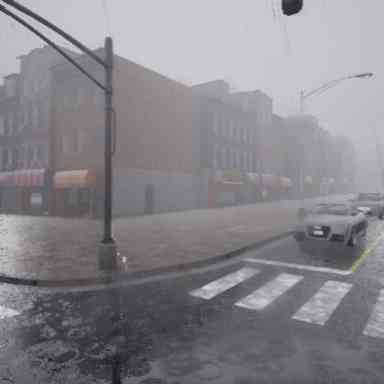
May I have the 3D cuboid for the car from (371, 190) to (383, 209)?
[{"bbox_3d":[17.222,0.635,29.515,1.812,1.442,4.674,0,2,35],"label":"car"}]

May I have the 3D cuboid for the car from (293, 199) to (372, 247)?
[{"bbox_3d":[5.466,1.151,12.943,1.994,1.385,4.181,0,2,36],"label":"car"}]

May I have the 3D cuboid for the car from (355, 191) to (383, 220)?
[{"bbox_3d":[11.277,0.837,21.139,2.128,1.511,4.902,0,2,35],"label":"car"}]
